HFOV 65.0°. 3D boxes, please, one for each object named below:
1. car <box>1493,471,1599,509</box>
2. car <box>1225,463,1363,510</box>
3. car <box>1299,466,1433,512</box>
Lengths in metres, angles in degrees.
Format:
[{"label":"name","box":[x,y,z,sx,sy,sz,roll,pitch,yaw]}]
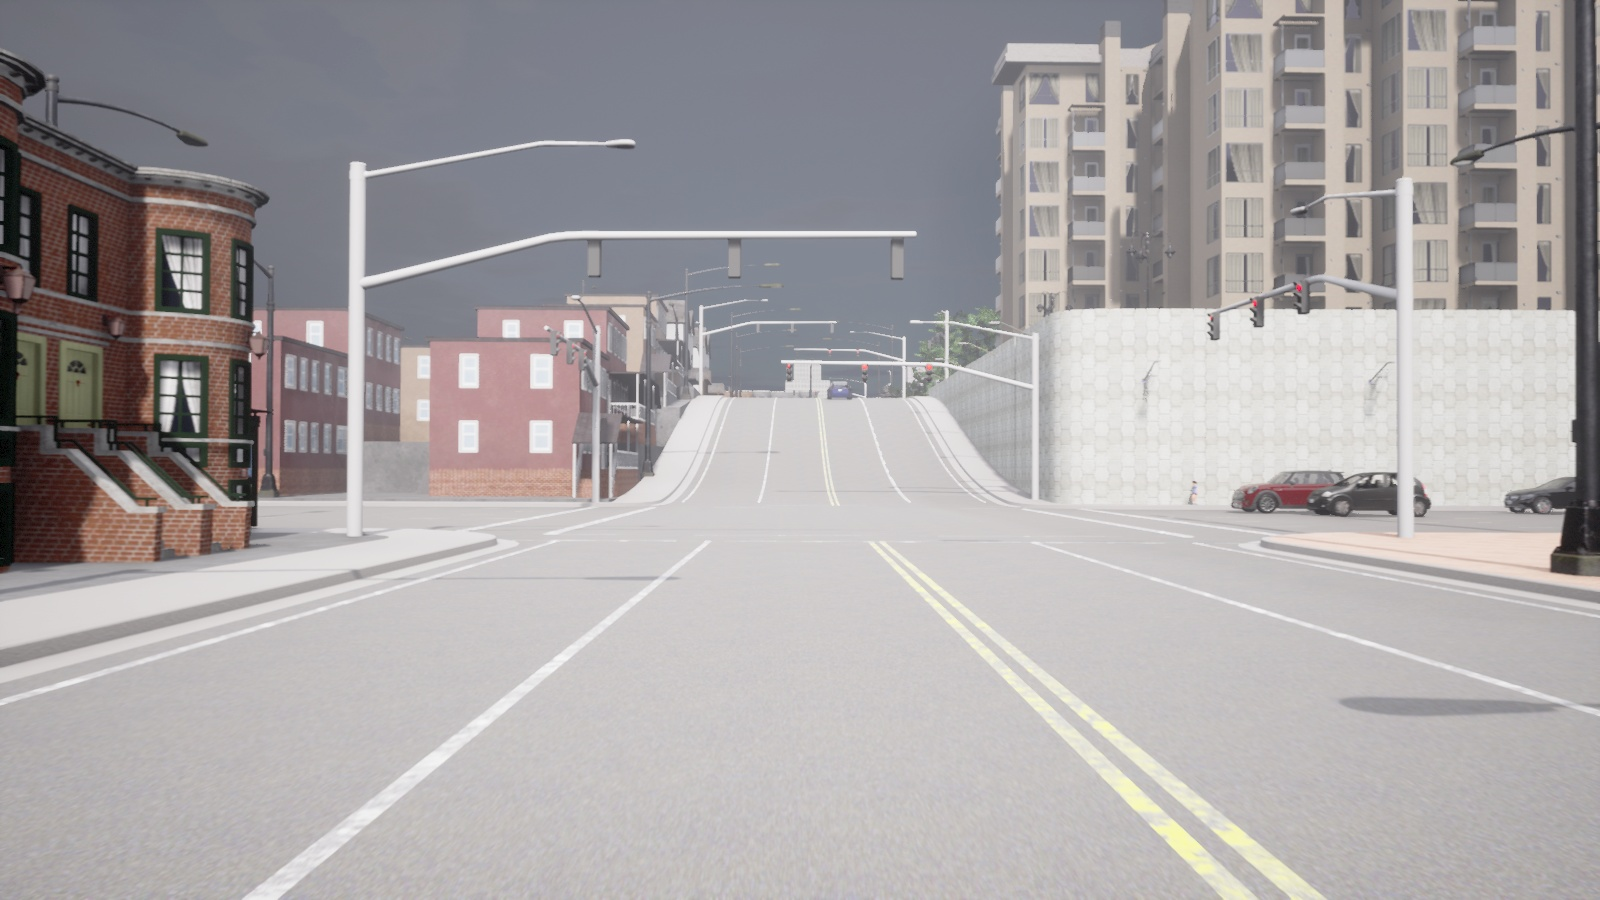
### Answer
[{"label":"car","box":[29.801,1.538,48.816,4.674,1.442,1.812,0,-1,0]},{"label":"car","box":[19.148,1.414,48.827,4.553,1.767,2.097,0,-1,0]},{"label":"car","box":[20.369,1.390,45.326,3.988,1.617,1.851,0,-1,0]}]
